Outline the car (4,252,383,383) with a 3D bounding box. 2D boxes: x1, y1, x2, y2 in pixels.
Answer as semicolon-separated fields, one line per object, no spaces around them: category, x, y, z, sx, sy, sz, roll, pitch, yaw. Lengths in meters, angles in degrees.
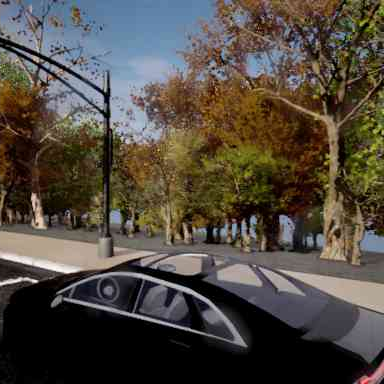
car;-0.360;1.496;3.948;4.902;1.511;2.128;0;0;36
